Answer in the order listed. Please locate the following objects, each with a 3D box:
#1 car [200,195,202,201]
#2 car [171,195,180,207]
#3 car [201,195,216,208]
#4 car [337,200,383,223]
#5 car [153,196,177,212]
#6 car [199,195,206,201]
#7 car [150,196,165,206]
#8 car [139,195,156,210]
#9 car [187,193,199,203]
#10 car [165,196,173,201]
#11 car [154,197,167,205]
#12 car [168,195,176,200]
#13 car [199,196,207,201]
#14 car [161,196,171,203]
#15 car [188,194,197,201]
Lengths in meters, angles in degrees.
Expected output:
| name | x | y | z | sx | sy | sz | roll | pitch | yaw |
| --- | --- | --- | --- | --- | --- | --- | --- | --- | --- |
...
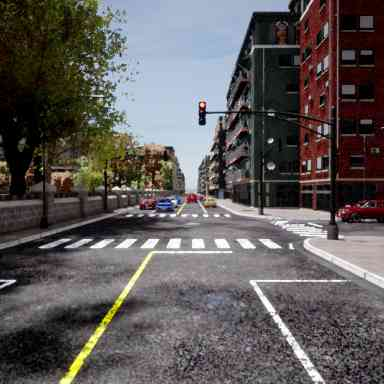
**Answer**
| name | x | y | z | sx | sy | sz | roll | pitch | yaw |
| --- | --- | --- | --- | --- | --- | --- | --- | --- | --- |
| car | 2.734 | 1.562 | 54.960 | 1.887 | 1.381 | 4.507 | 0 | 0 | 0 |
| car | -3.067 | 1.538 | 48.018 | 1.812 | 1.442 | 4.674 | 0 | 0 | 1 |
| car | 2.730 | 1.538 | 49.595 | 1.752 | 1.417 | 4.829 | 0 | 0 | 0 |
| car | 14.639 | 1.591 | 27.306 | 5.009 | 1.841 | 2.192 | 1 | -1 | 0 |
| car | -3.067 | 1.532 | 38.294 | 1.812 | 1.442 | 4.674 | 0 | 0 | 0 |
| car | 2.761 | 1.593 | 88.171 | 1.887 | 1.381 | 4.507 | 0 | 0 | 0 |
| car | -5.647 | 1.457 | 54.966 | 1.967 | 1.590 | 4.097 | 0 | 0 | 0 |
| car | -5.656 | 1.324 | 43.896 | 2.192 | 1.841 | 5.009 | 0 | 0 | 0 |
| car | 0.060 | 1.250 | 69.238 | 2.150 | 2.045 | 5.566 | 0 | 0 | 0 |
| car | -5.623 | 1.624 | 82.642 | 1.802 | 1.307 | 4.206 | 0 | 0 | 0 |
| car | -5.642 | 1.566 | 60.502 | 1.887 | 1.381 | 4.507 | 0 | 0 | 0 |
| car | -5.614 | 1.580 | 93.542 | 1.752 | 1.417 | 4.829 | 0 | 0 | 0 |
| car | 2.757 | 1.587 | 82.636 | 1.887 | 1.381 | 4.507 | 0 | 0 | 0 |
| car | -5.632 | 1.613 | 71.571 | 1.802 | 1.307 | 4.206 | 0 | 0 | 0 |
| car | 0.068 | 1.306 | 79.598 | 2.097 | 1.767 | 4.553 | 0 | 0 | 0 |
